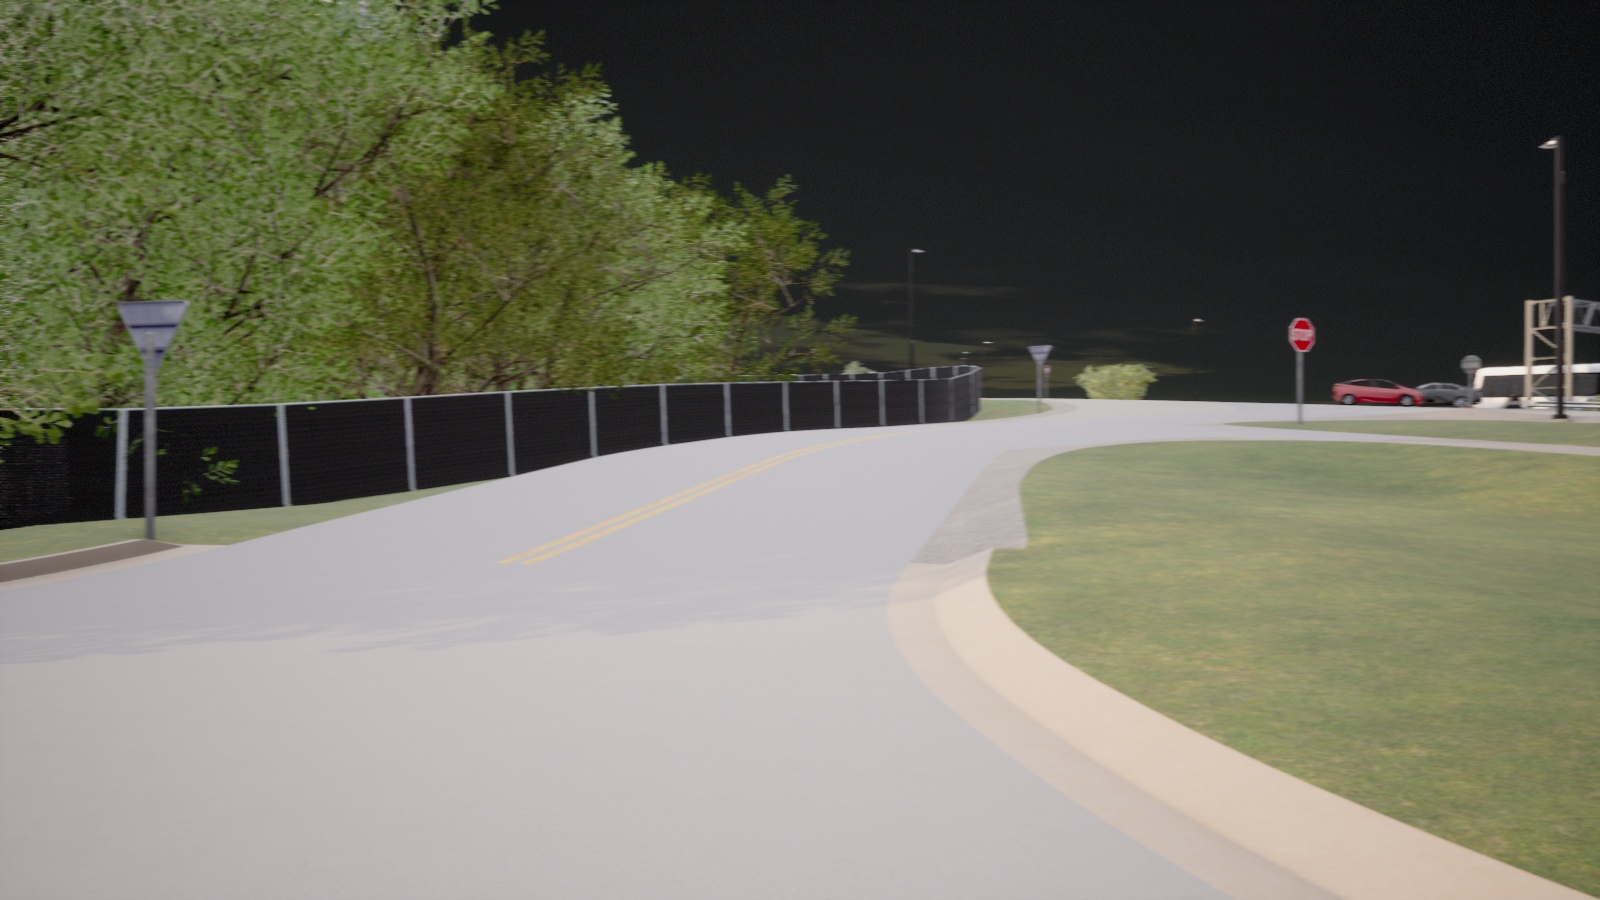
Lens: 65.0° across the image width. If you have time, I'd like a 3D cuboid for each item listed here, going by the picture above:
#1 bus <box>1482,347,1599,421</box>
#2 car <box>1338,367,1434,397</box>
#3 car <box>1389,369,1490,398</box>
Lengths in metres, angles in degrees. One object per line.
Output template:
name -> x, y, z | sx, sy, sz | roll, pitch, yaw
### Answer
bus -> 47.414, -3.910, 76.023 | 3.944, 4.253, 10.273 | -1, 1, -29
car -> 31.393, -3.646, 67.297 | 4.514, 1.525, 2.007 | 1, 2, 28
car -> 35.246, -3.640, 69.302 | 4.902, 1.511, 2.128 | 1, 1, 27
